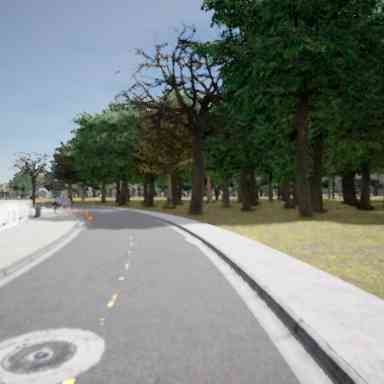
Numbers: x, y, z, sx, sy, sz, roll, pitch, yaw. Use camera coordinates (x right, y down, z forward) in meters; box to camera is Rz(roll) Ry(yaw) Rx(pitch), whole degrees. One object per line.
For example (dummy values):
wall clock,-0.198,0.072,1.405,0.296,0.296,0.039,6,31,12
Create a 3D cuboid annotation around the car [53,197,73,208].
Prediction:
car,-21.576,1.703,55.400,2.097,1.767,4.553,0,0,-39
